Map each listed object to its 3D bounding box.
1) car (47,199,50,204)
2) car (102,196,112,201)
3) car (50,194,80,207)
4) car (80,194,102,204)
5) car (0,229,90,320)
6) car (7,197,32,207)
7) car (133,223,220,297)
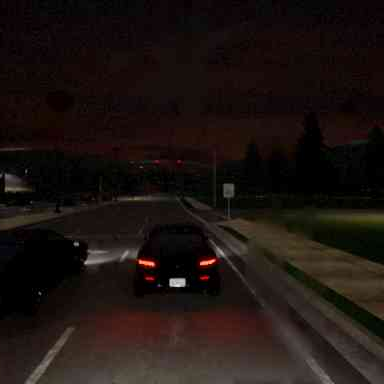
[{"bbox_3d":[-26.817,1.596,65.485,1.895,1.301,4.718,0,0,-3],"label":"car"},{"bbox_3d":[-20.589,1.553,79.885,1.994,1.385,4.181,0,0,-3],"label":"car"},{"bbox_3d":[-19.028,1.493,50.207,2.128,1.511,4.902,0,0,-4],"label":"car"},{"bbox_3d":[-19.816,1.354,65.446,2.097,1.767,4.553,0,0,-3],"label":"car"},{"bbox_3d":[-3.844,1.547,7.435,2.033,1.411,5.357,0,0,-3],"label":"car"},{"bbox_3d":[-26.340,1.492,50.846,2.128,1.511,4.902,0,0,1],"label":"car"},{"bbox_3d":[-0.395,1.526,8.511,1.812,1.442,4.674,0,0,-3],"label":"car"}]
